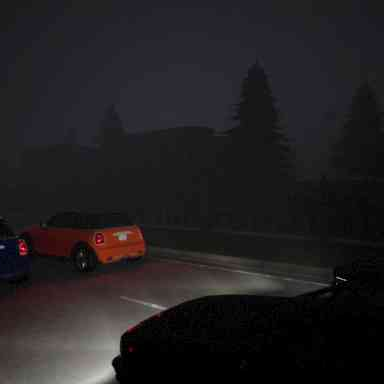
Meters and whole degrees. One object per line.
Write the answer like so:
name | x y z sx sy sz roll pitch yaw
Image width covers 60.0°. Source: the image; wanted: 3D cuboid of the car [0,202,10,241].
car | -11.018 1.351 16.134 4.553 1.767 2.097 0 0 36

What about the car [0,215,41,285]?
car | -6.079 1.352 8.330 4.553 1.767 2.097 0 0 36

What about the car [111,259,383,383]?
car | 1.750 1.547 2.746 5.357 1.411 2.033 0 0 36

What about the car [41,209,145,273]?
car | -3.749 1.352 10.966 4.553 1.767 2.097 0 0 36

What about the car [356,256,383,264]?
car | 4.744 1.478 4.909 5.008 1.535 1.882 0 0 36
